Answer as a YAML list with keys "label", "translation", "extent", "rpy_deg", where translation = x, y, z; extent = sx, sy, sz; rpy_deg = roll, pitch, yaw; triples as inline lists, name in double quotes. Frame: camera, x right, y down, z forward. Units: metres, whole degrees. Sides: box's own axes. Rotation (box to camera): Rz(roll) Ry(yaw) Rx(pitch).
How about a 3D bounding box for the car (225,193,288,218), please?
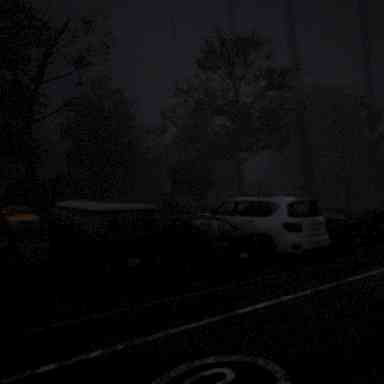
- label: "car"
  translation: [5.766, 1.127, 30.610]
  extent: [2.435, 2.045, 5.566]
  rpy_deg: [0, 0, -36]

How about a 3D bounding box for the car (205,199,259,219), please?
- label: "car"
  translation: [3.385, 1.424, 28.941]
  extent: [2.002, 1.452, 4.674]
  rpy_deg: [0, 0, -36]

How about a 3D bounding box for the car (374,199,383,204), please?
- label: "car"
  translation: [11.263, 1.382, 18.491]
  extent: [2.097, 1.535, 5.008]
  rpy_deg: [0, 0, -36]

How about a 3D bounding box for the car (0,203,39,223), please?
- label: "car"
  translation: [-10.002, 1.450, 19.146]
  extent: [1.946, 1.575, 5.366]
  rpy_deg: [0, 0, -36]

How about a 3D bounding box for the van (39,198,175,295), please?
- label: "van"
  translation: [-2.492, 1.226, 8.808]
  extent: [1.878, 1.987, 4.442]
  rpy_deg: [0, 0, -36]

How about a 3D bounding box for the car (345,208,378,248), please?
- label: "car"
  translation: [4.425, 1.412, 13.603]
  extent: [2.231, 1.521, 4.892]
  rpy_deg: [0, 0, -35]

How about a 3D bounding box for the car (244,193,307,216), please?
- label: "car"
  translation: [7.930, 1.122, 32.158]
  extent: [2.435, 2.045, 5.566]
  rpy_deg: [0, 0, -36]

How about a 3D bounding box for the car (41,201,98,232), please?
- label: "car"
  translation: [-7.840, 1.440, 20.913]
  extent: [2.097, 1.535, 5.008]
  rpy_deg: [0, 0, -36]

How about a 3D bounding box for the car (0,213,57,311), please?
- label: "car"
  translation: [-4.700, 1.466, 7.080]
  extent: [2.231, 1.521, 4.892]
  rpy_deg: [0, 0, -36]

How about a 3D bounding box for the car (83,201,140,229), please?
- label: "car"
  translation: [-5.560, 1.456, 22.513]
  extent: [2.163, 1.488, 4.792]
  rpy_deg: [0, 0, -36]

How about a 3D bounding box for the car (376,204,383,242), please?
- label: "car"
  translation: [6.715, 1.430, 15.210]
  extent: [2.163, 1.488, 4.792]
  rpy_deg: [0, 0, -36]

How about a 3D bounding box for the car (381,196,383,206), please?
- label: "car"
  translation: [30.800, 1.327, 48.315]
  extent: [1.946, 1.575, 5.366]
  rpy_deg: [0, 0, -36]

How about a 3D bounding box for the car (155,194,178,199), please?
- label: "car"
  translation: [-1.032, 1.150, 25.751]
  extent: [2.435, 2.045, 5.566]
  rpy_deg: [0, 0, -36]

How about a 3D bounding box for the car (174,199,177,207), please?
- label: "car"
  translation: [-3.328, 1.443, 24.180]
  extent: [2.163, 1.488, 4.792]
  rpy_deg: [0, 0, -36]

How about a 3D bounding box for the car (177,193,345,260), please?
- label: "car"
  translation: [2.121, 1.173, 11.997]
  extent: [2.435, 2.045, 5.566]
  rpy_deg: [0, 0, -36]

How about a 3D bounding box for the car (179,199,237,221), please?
- label: "car"
  translation: [1.222, 1.393, 27.391]
  extent: [2.097, 1.535, 5.008]
  rpy_deg: [0, 0, -36]

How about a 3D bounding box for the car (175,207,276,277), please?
- label: "car"
  translation: [-0.139, 1.438, 10.339]
  extent: [2.097, 1.535, 5.008]
  rpy_deg: [0, 0, -36]
